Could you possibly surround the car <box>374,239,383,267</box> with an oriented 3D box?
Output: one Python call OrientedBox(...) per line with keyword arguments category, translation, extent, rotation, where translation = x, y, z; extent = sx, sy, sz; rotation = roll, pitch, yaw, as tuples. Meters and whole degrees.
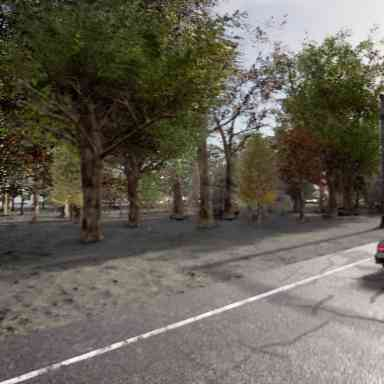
OrientedBox(category="car", translation=(7.909, 1.771, 11.190), extent=(5.357, 1.411, 2.033), rotation=(1, -2, -43))
